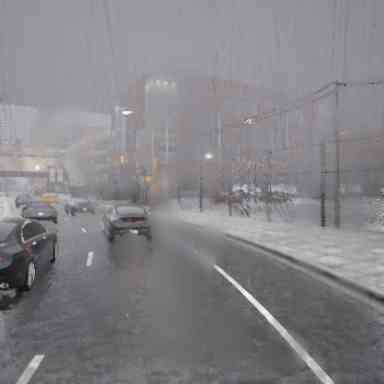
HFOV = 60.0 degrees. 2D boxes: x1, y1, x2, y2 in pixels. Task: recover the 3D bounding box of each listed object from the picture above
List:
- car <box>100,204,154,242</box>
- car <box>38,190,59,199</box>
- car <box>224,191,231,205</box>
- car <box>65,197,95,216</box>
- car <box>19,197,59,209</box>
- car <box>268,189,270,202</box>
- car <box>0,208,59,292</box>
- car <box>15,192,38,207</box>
[{"bbox_3d":[-3.037,1.293,15.241,1.837,1.490,4.892,0,1,-19],"label":"car"},{"bbox_3d":[-20.061,0.877,46.973,1.882,1.535,5.008,-1,1,-30],"label":"car"},{"bbox_3d":[4.208,0.627,41.505,2.185,1.767,4.553,-1,1,-30],"label":"car"},{"bbox_3d":[-9.438,1.157,27.907,1.812,1.442,4.674,-1,1,-29],"label":"car"},{"bbox_3d":[-10.109,1.284,21.998,1.994,1.385,4.181,-1,1,-28],"label":"car"},{"bbox_3d":[10.776,0.693,45.328,1.816,1.474,4.193,-1,1,-30],"label":"car"},{"bbox_3d":[-4.685,1.400,8.422,1.837,1.490,4.892,0,1,-12],"label":"car"},{"bbox_3d":[-20.382,1.043,40.456,2.033,1.411,5.357,-1,1,-30],"label":"car"}]
